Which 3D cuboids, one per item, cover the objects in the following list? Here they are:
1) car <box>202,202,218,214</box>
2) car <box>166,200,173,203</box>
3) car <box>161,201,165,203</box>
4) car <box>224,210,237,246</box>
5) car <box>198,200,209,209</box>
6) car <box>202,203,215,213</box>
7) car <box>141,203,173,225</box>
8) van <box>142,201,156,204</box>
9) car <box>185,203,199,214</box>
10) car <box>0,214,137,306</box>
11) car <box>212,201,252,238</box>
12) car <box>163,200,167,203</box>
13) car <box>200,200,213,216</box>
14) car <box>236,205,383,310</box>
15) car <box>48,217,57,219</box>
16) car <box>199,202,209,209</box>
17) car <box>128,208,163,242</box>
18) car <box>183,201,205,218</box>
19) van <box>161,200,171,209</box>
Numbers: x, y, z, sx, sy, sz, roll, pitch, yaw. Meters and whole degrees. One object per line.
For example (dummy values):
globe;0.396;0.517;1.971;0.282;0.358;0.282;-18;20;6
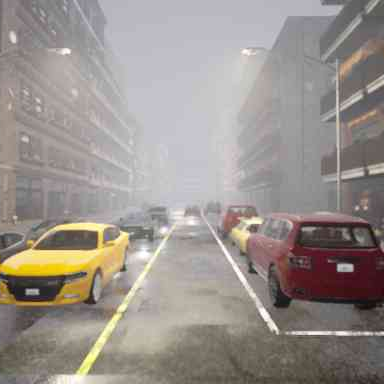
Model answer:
car;2.538;2.234;46.912;1.967;1.590;4.097;1;-1;0
car;-5.360;2.668;63.555;2.008;1.369;4.403;1;-1;0
car;-5.343;2.313;46.868;2.008;1.369;4.403;1;-1;0
car;2.572;1.707;13.723;1.752;1.417;4.829;1;-1;0
car;2.514;2.703;74.725;2.192;1.841;5.009;1;-1;0
car;2.530;2.492;52.468;1.802;1.307;4.206;1;-1;0
car;-2.862;1.912;28.141;1.837;1.490;4.892;0;-1;0
van;-5.333;1.989;41.308;1.690;1.788;3.998;1;-1;0
car;0.021;2.378;48.358;1.994;1.385;4.181;0;-1;0
car;-2.852;1.553;8.448;1.882;1.535;5.008;0;-1;0
car;2.570;1.585;19.121;2.192;1.841;5.009;1;-1;0
car;-5.348;2.400;52.259;1.752;1.417;4.829;1;-1;0
car;2.546;1.994;41.351;2.192;1.841;5.009;1;-1;0
car;2.582;1.405;7.998;2.192;1.841;5.009;1;-1;0
car;-5.309;1.713;13.501;1.947;1.339;4.313;1;-1;0
car;2.515;2.834;69.156;1.947;1.339;4.313;1;-1;0
car;-2.860;1.790;17.715;1.994;1.385;4.181;0;-1;0
car;0.068;2.095;37.951;2.128;1.511;4.902;0;-1;0
van;-5.361;2.578;69.122;1.690;1.788;3.998;1;-1;0
